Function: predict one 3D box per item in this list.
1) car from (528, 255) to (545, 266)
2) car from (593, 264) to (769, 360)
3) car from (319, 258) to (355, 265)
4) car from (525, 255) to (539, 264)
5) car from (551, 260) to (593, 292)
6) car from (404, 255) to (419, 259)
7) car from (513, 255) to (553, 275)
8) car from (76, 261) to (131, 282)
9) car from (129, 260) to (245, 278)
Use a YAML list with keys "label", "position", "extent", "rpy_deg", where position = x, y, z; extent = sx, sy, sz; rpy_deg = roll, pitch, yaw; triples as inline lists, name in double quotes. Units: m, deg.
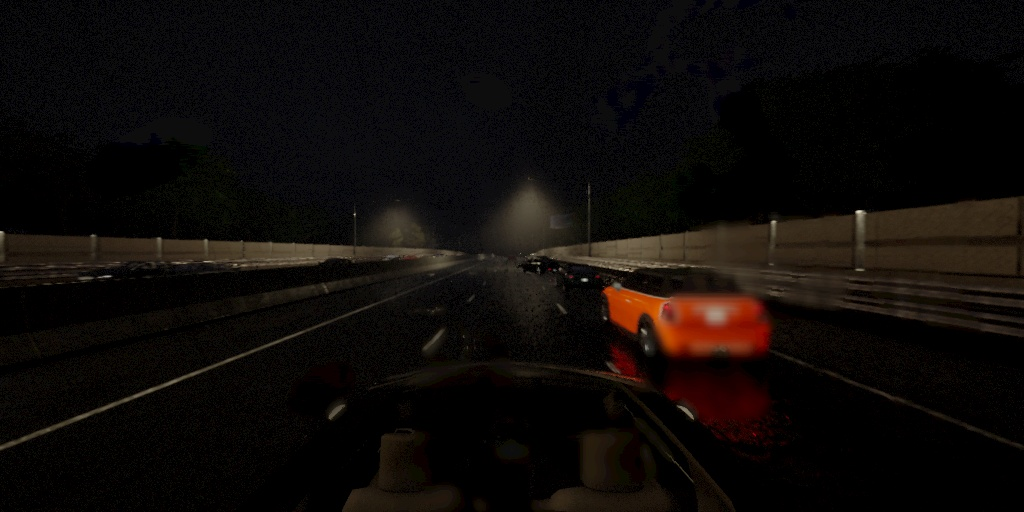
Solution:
- label: "car"
  position: [3.511, 0.637, 52.351]
  extent: [2.163, 1.488, 4.792]
  rpy_deg: [0, 1, 0]
- label: "car"
  position: [3.501, 1.021, 8.268]
  extent: [2.097, 1.767, 4.553]
  rpy_deg: [0, 1, 0]
- label: "car"
  position: [-14.070, 0.921, 28.804]
  extent: [1.837, 1.490, 4.892]
  rpy_deg: [0, 0, 0]
- label: "car"
  position: [3.514, 0.507, 63.326]
  extent: [2.128, 1.511, 4.902]
  rpy_deg: [0, 1, 0]
- label: "car"
  position: [3.504, 1.096, 19.305]
  extent: [1.994, 1.385, 4.181]
  rpy_deg: [0, 1, 0]
- label: "car"
  position: [-17.503, 0.540, 62.638]
  extent: [1.812, 1.442, 4.674]
  rpy_deg: [0, 1, 1]
- label: "car"
  position: [2.325, 0.882, 31.932]
  extent: [1.837, 1.490, 4.892]
  rpy_deg: [0, 1, -30]
- label: "car"
  position: [-21.087, 1.013, 20.134]
  extent: [2.128, 1.511, 4.902]
  rpy_deg: [0, 1, 0]
- label: "car"
  position: [-17.591, 1.068, 20.205]
  extent: [2.033, 1.411, 5.357]
  rpy_deg: [0, 1, 0]
